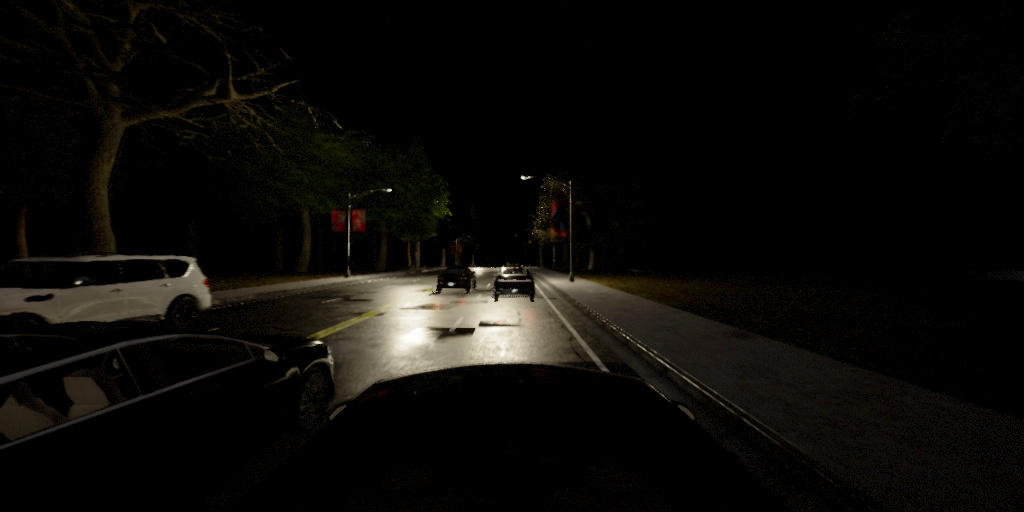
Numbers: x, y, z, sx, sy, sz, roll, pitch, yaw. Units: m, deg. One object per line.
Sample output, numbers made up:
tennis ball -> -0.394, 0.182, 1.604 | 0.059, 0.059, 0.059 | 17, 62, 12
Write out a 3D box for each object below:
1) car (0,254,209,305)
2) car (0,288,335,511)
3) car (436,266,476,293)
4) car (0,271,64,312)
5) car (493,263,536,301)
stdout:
car -> -9.842, 0.975, 8.099 | 2.150, 2.045, 5.566 | 0, 0, 0
car -> -3.148, 1.242, 2.615 | 2.128, 1.511, 4.902 | 0, 0, 0
car -> -3.150, 1.291, 20.772 | 1.812, 1.442, 4.674 | 0, 0, 0
car -> -6.596, 1.102, 2.135 | 2.097, 1.767, 4.553 | 0, 0, 0
car -> 0.100, 1.252, 17.370 | 2.128, 1.511, 4.902 | 0, 0, 0
